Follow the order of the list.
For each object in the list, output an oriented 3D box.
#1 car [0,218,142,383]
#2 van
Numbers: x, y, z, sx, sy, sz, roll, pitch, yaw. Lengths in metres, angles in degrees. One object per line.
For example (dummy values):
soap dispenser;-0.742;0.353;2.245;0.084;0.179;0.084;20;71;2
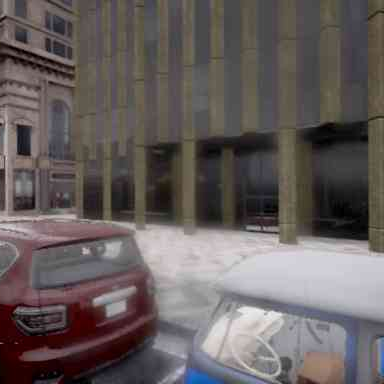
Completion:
car;-2.749;1.324;4.929;5.009;1.841;2.192;0;0;35
van;1.750;1.340;1.722;3.998;1.788;1.690;0;0;35
